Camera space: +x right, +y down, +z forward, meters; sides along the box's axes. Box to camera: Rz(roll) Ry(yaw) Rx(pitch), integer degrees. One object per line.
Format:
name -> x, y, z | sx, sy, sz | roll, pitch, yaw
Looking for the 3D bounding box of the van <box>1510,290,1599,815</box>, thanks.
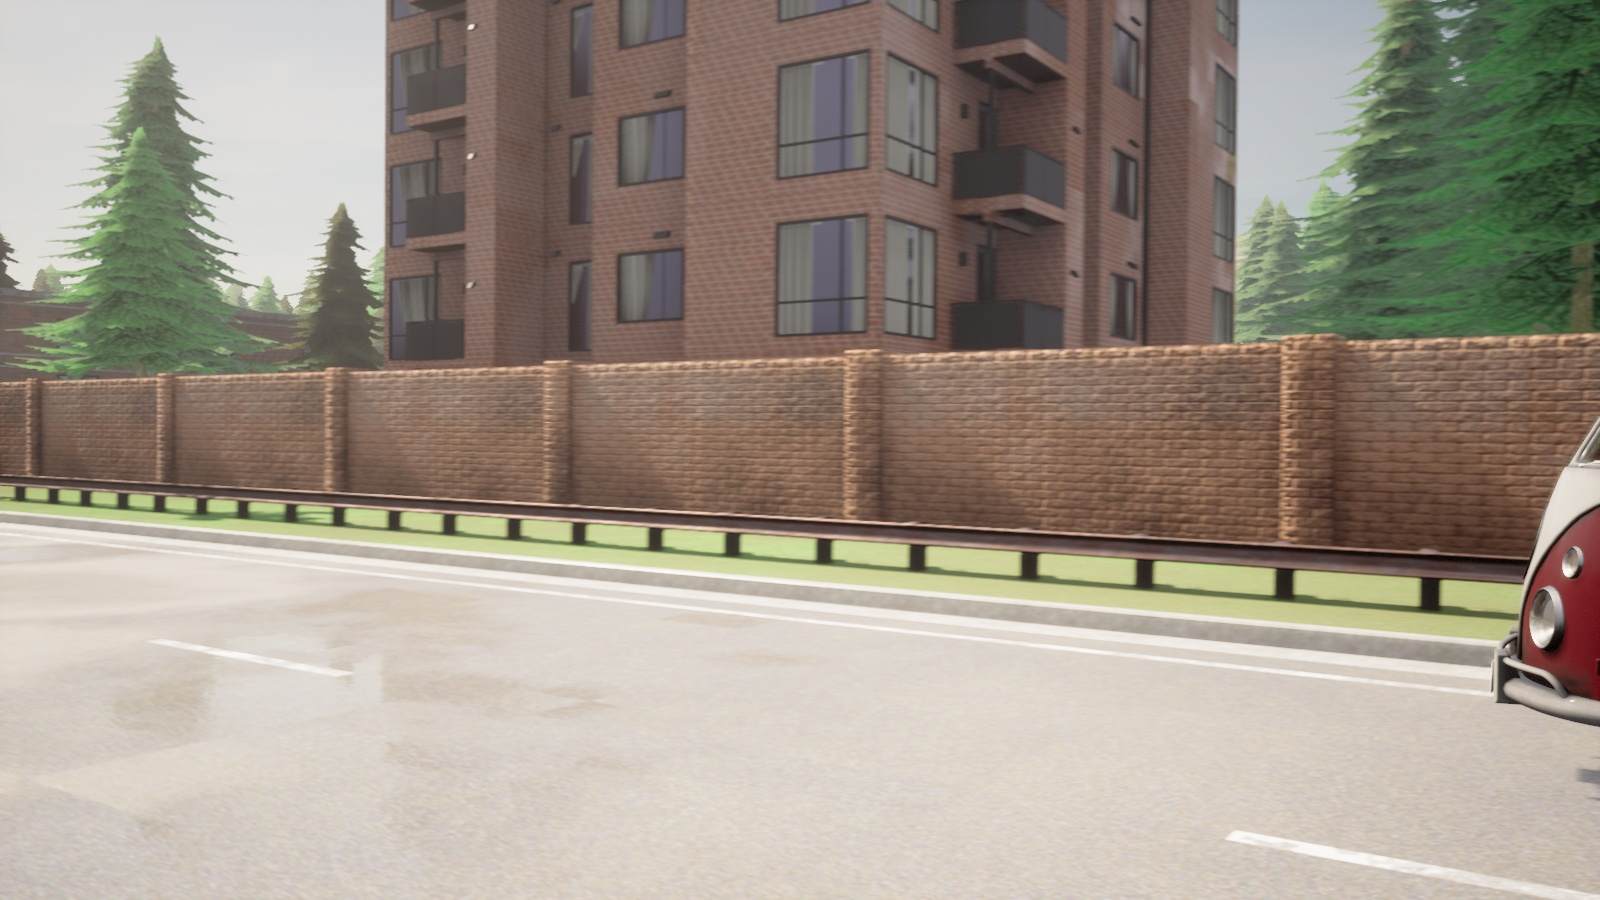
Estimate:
van -> 5.118, 0.377, 4.420 | 4.442, 1.987, 1.775 | 0, 1, 34
